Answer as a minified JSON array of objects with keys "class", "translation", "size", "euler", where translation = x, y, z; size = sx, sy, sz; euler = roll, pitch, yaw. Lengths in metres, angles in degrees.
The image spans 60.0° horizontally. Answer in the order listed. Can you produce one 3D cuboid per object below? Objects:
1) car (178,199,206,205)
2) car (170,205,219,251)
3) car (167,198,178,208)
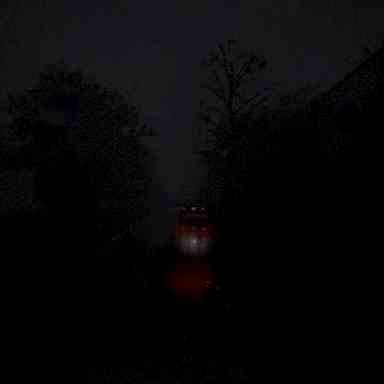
[{"class":"car","translation":[0.116,1.449,29.080],"size":[2.097,1.767,4.553],"euler":[0,0,0]},{"class":"car","translation":[0.102,1.554,14.352],"size":[1.837,1.490,4.892],"euler":[0,0,0]},{"class":"car","translation":[-2.815,1.670,51.821],"size":[2.128,1.511,4.902],"euler":[0,0,0]}]
